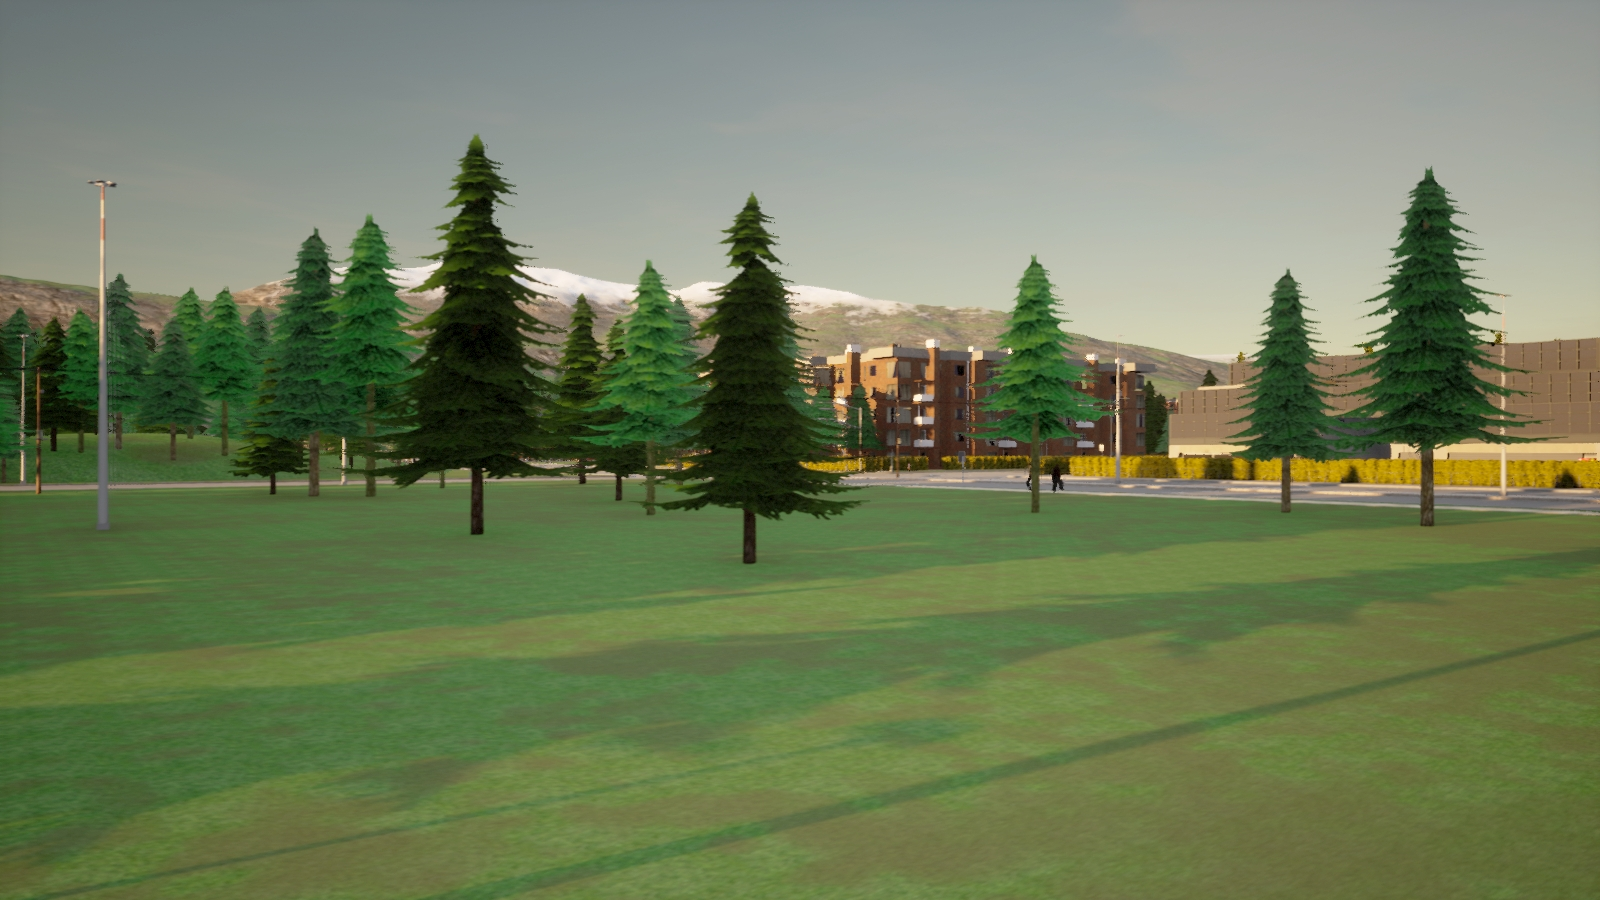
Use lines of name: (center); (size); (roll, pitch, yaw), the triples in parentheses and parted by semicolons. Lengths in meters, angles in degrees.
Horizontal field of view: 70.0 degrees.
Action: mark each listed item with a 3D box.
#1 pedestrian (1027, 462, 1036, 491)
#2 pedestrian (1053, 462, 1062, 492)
pedestrian: (14.916, 1.696, 73.549); (0.375, 1.860, 0.375); (0, 0, -35)
pedestrian: (15.996, 1.696, 70.987); (0.375, 1.860, 0.375); (0, 0, -35)
